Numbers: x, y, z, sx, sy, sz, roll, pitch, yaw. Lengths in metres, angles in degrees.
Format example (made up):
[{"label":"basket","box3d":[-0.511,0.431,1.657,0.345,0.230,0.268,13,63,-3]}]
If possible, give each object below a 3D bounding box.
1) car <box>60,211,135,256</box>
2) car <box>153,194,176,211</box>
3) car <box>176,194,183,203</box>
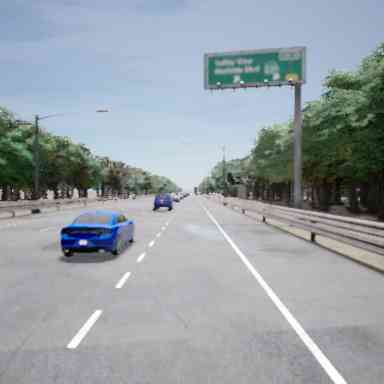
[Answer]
[{"label":"car","box3d":[-3.498,1.478,13.169,1.882,1.535,5.008,0,0,0]},{"label":"car","box3d":[-3.484,1.225,41.121,2.150,2.045,5.566,0,0,0]},{"label":"car","box3d":[-3.466,1.611,72.293,1.895,1.301,4.718,0,0,0]}]
